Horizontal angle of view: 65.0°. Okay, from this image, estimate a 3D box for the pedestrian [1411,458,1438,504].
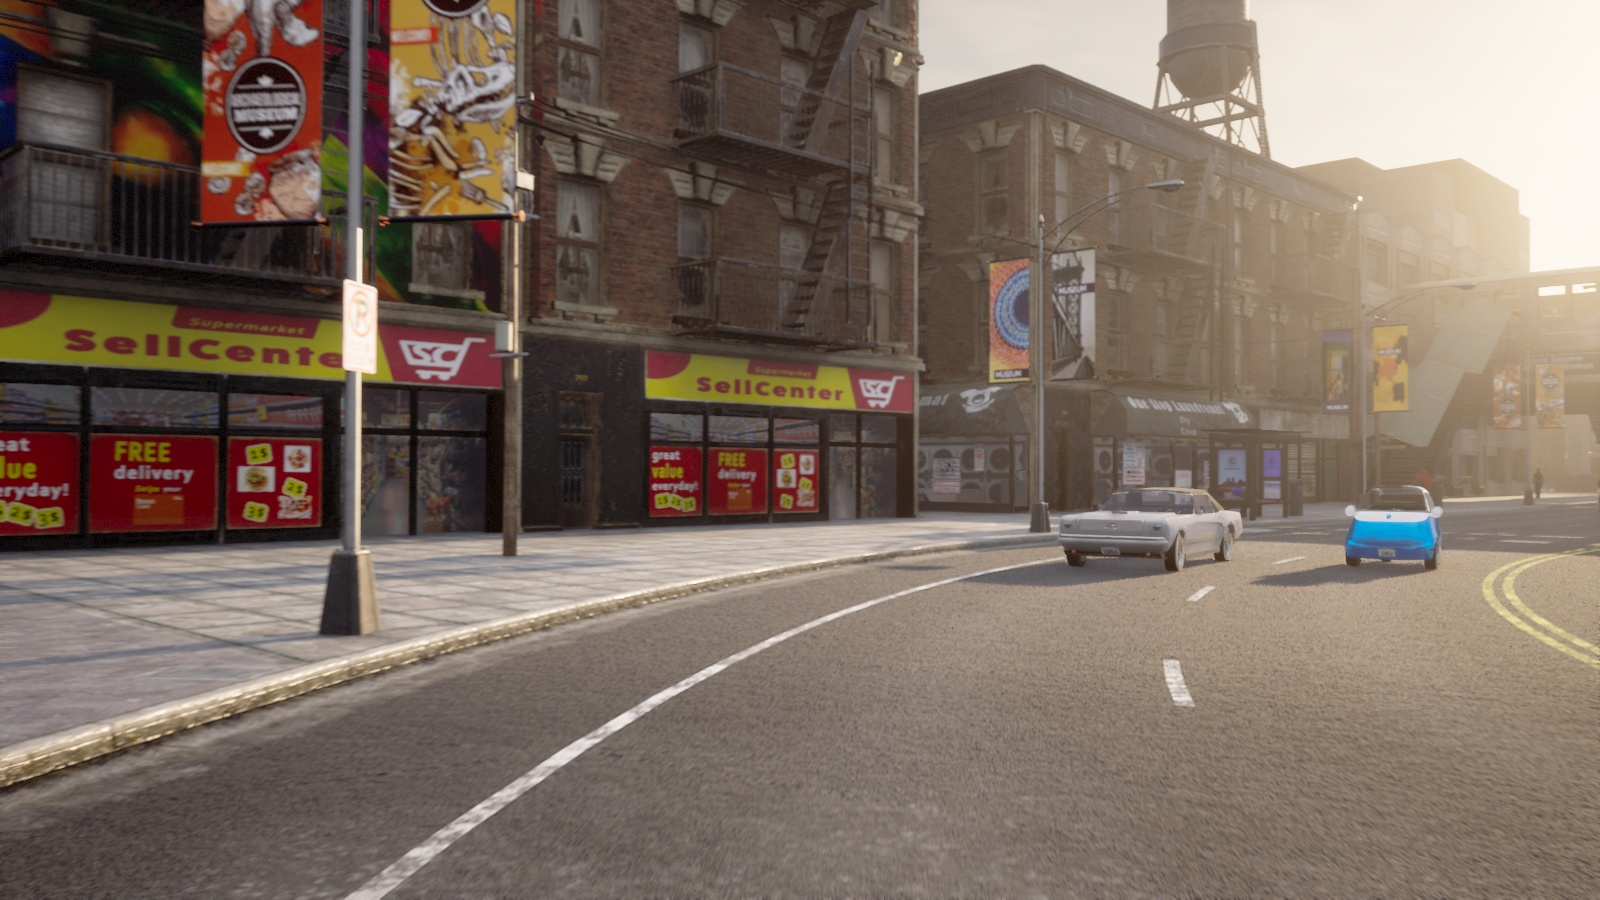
[{"bbox_3d":[25.229,1.243,50.733,0.899,1.844,0.634,1,-1,-38],"label":"pedestrian"}]

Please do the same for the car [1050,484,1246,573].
[{"bbox_3d":[6.096,1.258,21.582,1.895,1.301,4.718,-1,-1,33],"label":"car"}]

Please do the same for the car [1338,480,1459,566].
[{"bbox_3d":[10.218,1.196,21.398,1.481,1.376,2.207,-1,-2,35],"label":"car"}]

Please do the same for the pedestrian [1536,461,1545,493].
[{"bbox_3d":[42.824,1.555,72.625,0.331,1.846,0.634,-1,-1,38],"label":"pedestrian"}]
